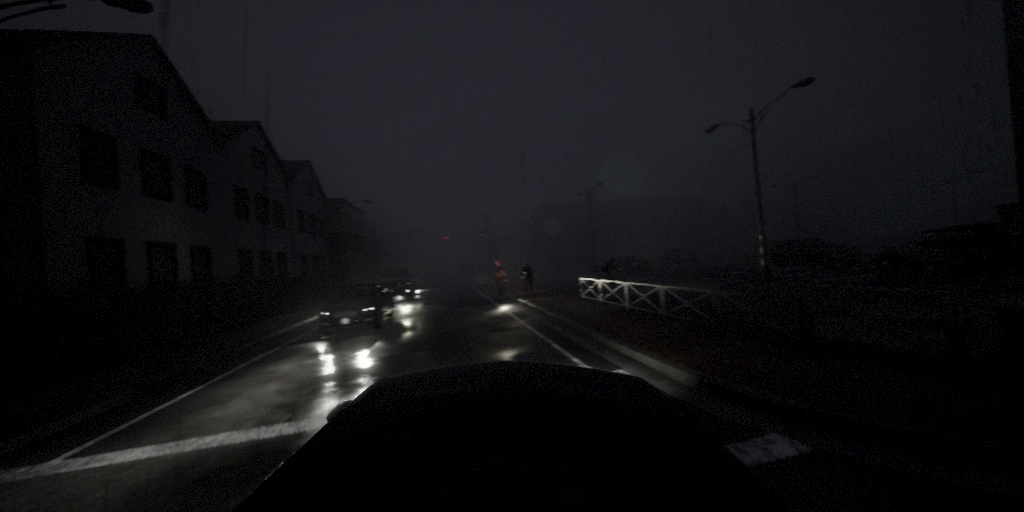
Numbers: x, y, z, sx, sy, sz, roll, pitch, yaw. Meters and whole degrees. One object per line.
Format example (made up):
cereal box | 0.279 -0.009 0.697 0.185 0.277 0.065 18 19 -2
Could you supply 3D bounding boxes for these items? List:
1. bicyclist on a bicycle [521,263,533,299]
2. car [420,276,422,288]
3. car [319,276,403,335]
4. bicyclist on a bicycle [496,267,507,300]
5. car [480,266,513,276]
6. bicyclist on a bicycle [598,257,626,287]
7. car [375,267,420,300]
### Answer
bicyclist on a bicycle | 0.723 1.126 16.249 0.582 1.620 1.656 -4 0 -5
car | -9.424 2.320 33.245 1.812 1.442 4.674 -4 0 -11
car | -5.594 1.788 13.368 2.128 1.511 4.902 -4 -1 -11
bicyclist on a bicycle | -0.535 1.397 18.103 0.582 1.620 1.656 -4 -1 -15
car | -2.142 2.090 50.473 4.674 1.442 1.812 -4 -1 -23
bicyclist on a bicycle | 5.448 0.904 19.747 1.656 1.620 0.582 -6 -1 38
car | -7.628 1.779 23.732 2.150 2.045 5.566 -4 -1 -11
